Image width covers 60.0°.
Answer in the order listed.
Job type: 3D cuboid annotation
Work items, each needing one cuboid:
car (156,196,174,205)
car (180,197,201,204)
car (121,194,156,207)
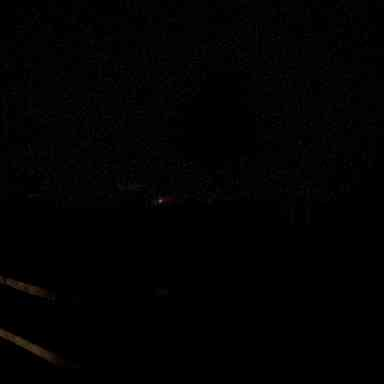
[{"bbox_3d":[-5.446,1.564,63.708,2.097,1.767,4.553,-3,-2,35],"label":"car"},{"bbox_3d":[-0.284,1.646,66.189,2.033,1.411,5.357,-3,-2,36],"label":"car"},{"bbox_3d":[-8.969,1.302,54.060,2.150,2.045,5.566,-3,-2,36],"label":"car"}]
